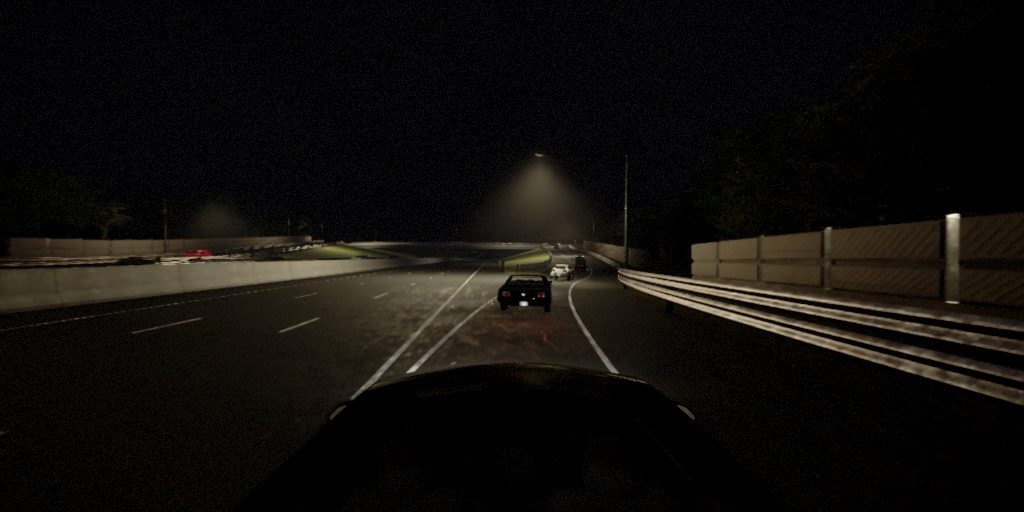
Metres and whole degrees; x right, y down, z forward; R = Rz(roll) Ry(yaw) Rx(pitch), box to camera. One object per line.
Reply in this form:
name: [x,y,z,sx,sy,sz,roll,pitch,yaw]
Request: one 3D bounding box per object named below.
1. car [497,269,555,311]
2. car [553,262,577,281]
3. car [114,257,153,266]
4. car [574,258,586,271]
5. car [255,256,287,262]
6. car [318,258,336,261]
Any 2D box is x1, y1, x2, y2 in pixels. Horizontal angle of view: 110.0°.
car: [0.681,1.359,14.527,1.895,1.301,4.718,1,0,7]
car: [4.844,1.564,34.334,1.812,1.442,4.674,1,-2,16]
car: [-45.077,0.786,42.778,1.994,1.385,4.181,0,0,-22]
car: [10.771,1.576,56.781,1.837,1.490,4.892,1,1,12]
car: [-30.846,0.836,45.833,2.097,1.767,4.553,1,0,-3]
car: [-23.859,1.025,46.152,1.882,1.535,5.008,1,0,-3]
